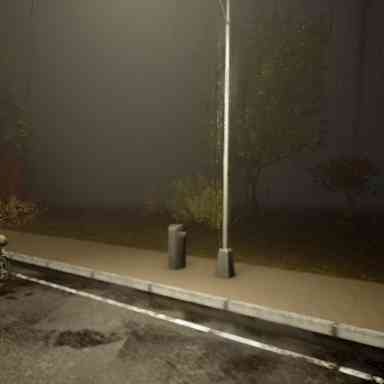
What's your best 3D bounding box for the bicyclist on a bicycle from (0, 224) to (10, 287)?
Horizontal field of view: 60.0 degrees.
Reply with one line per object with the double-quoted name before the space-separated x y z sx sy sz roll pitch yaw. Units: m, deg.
"bicyclist on a bicycle" -4.803 1.396 7.995 1.656 1.620 0.582 0 0 35
